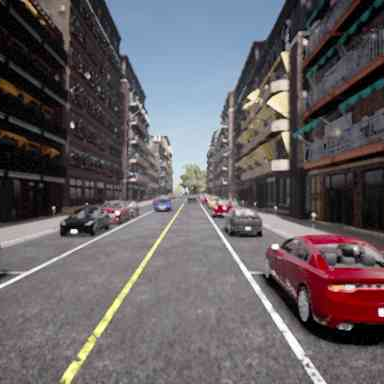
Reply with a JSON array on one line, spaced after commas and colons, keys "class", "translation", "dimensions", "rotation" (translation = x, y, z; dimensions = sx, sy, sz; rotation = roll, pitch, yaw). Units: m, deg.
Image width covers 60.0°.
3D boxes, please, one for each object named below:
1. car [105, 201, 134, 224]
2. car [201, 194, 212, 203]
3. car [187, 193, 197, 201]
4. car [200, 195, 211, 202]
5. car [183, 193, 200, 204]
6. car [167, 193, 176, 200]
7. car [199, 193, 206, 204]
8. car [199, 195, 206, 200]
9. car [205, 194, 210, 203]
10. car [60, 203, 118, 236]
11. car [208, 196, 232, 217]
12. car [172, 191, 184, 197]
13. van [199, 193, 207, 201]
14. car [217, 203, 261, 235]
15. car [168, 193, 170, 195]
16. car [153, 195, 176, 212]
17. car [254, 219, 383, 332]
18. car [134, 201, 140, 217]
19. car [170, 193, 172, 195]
[{"class": "car", "translation": [-5.674, 1.378, 23.867], "dimensions": [1.967, 1.590, 4.097], "rotation": [1, 0, 0]}, {"class": "car", "translation": [2.712, 1.283, 63.457], "dimensions": [1.967, 1.590, 4.097], "rotation": [1, 0, 0]}, {"class": "car", "translation": [0.011, 1.142, 74.888], "dimensions": [2.097, 1.767, 4.553], "rotation": [0, 0, 0]}, {"class": "car", "translation": [2.711, 1.380, 69.119], "dimensions": [2.008, 1.369, 4.403], "rotation": [1, 0, 0]}, {"class": "car", "translation": [0.032, 1.344, 59.208], "dimensions": [2.128, 1.511, 4.902], "rotation": [0, 0, 1]}, {"class": "car", "translation": [-5.662, 1.096, 91.806], "dimensions": [2.192, 1.841, 5.009], "rotation": [1, 0, 0]}, {"class": "car", "translation": [2.711, 1.297, 57.796], "dimensions": [1.967, 1.590, 4.097], "rotation": [1, 0, 0]}, {"class": "car", "translation": [2.713, 1.375, 86.104], "dimensions": [1.802, 1.307, 4.206], "rotation": [1, 0, 0]}, {"class": "car", "translation": [3.006, 1.347, 43.227], "dimensions": [1.801, 1.575, 5.366], "rotation": [0, 0, 0]}, {"class": "car", "translation": [-5.677, 1.518, 18.206], "dimensions": [1.947, 1.339, 4.313], "rotation": [1, 0, 0]}, {"class": "car", "translation": [2.707, 1.364, 29.486], "dimensions": [1.967, 1.590, 4.097], "rotation": [1, 0, 0]}, {"class": "car", "translation": [-2.990, 0.728, 78.395], "dimensions": [2.150, 2.045, 5.566], "rotation": [0, 0, 0]}, {"class": "van", "translation": [2.715, 1.146, 80.442], "dimensions": [1.690, 1.788, 3.998], "rotation": [1, 0, 0]}, {"class": "car", "translation": [2.704, 1.504, 18.164], "dimensions": [2.008, 1.369, 4.403], "rotation": [1, 0, 0]}, {"class": "car", "translation": [-5.669, 1.368, 63.329], "dimensions": [1.752, 1.417, 4.829], "rotation": [1, 0, 0]}, {"class": "car", "translation": [-3.086, 1.431, 36.984], "dimensions": [1.812, 1.442, 4.674], "rotation": [0, 0, 0]}, {"class": "car", "translation": [2.702, 1.527, 6.840], "dimensions": [1.887, 1.381, 4.507], "rotation": [1, 0, 0]}, {"class": "car", "translation": [-5.675, 1.474, 29.528], "dimensions": [2.008, 1.369, 4.403], "rotation": [1, 0, 0]}, {"class": "car", "translation": [-5.669, 1.355, 68.990], "dimensions": [1.752, 1.417, 4.829], "rotation": [1, 0, 0]}]
